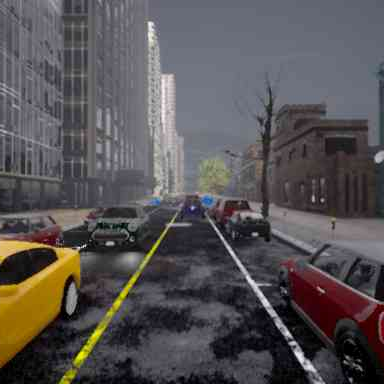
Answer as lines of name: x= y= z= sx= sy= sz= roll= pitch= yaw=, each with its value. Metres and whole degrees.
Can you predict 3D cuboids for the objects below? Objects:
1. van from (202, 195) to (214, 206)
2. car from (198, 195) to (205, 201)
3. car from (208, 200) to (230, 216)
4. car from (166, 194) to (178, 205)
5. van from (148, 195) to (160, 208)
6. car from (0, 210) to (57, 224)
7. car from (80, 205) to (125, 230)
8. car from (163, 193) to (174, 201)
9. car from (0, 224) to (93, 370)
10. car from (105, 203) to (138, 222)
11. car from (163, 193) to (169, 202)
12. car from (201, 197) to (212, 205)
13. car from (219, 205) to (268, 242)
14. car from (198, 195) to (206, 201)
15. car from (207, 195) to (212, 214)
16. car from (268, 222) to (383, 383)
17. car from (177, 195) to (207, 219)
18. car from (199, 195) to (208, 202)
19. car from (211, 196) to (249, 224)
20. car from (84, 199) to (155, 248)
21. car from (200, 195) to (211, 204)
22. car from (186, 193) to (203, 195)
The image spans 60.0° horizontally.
van: x=2.609 y=1.342 z=55.089 sx=1.690 sy=1.788 sz=3.998 roll=1 pitch=0 yaw=0
car: x=2.549 y=1.486 z=88.536 sx=1.752 sy=1.417 sz=4.829 roll=1 pitch=0 yaw=0
car: x=2.646 y=1.538 z=33.073 sx=1.752 sy=1.417 sz=4.829 roll=1 pitch=0 yaw=0
car: x=-3.146 y=1.530 z=59.577 sx=1.812 sy=1.442 sz=4.674 roll=0 pitch=0 yaw=0
van: x=-5.761 y=1.356 z=49.527 sx=1.690 sy=1.788 sz=3.998 roll=1 pitch=0 yaw=0
car: x=-5.695 y=1.457 z=10.701 sx=1.967 sy=1.590 sz=4.097 roll=1 pitch=0 yaw=0
car: x=-5.717 y=1.604 z=21.793 sx=1.802 sy=1.307 sz=4.206 roll=1 pitch=0 yaw=0
car: x=-5.818 y=1.295 z=82.804 sx=2.192 sy=1.841 sz=5.009 roll=1 pitch=0 yaw=0
car: x=-3.097 y=1.486 z=4.553 sx=1.882 sy=1.535 sz=5.008 roll=0 pitch=0 yaw=0
car: x=-5.725 y=1.605 z=27.341 sx=1.802 sy=1.307 sz=4.206 roll=1 pitch=0 yaw=0
car: x=-5.812 y=1.569 z=77.258 sx=1.802 sy=1.307 sz=4.206 roll=1 pitch=0 yaw=0
car: x=2.597 y=1.562 z=60.635 sx=1.947 sy=1.339 sz=4.313 roll=1 pitch=0 yaw=0
car: x=2.674 y=1.560 z=16.262 sx=2.008 sy=1.369 sz=4.403 roll=1 pitch=0 yaw=0
car: x=2.558 y=1.552 z=82.820 sx=1.802 sy=1.307 sz=4.206 roll=1 pitch=0 yaw=0
car: x=2.658 y=1.328 z=27.356 sx=2.192 sy=1.841 sz=5.009 roll=1 pitch=0 yaw=0
car: x=2.694 y=1.442 z=5.170 sx=1.967 sy=1.590 sz=4.097 roll=1 pitch=0 yaw=0
car: x=0.049 y=1.367 z=29.593 sx=2.097 sy=1.767 sz=4.553 roll=0 pitch=0 yaw=0
car: x=2.568 y=1.522 z=77.275 sx=1.887 sy=1.381 sz=4.507 roll=1 pitch=0 yaw=0
car: x=2.668 y=1.327 z=21.807 sx=2.192 sy=1.841 sz=5.009 roll=1 pitch=0 yaw=0
car: x=-3.111 y=1.368 z=14.893 sx=2.097 sy=1.767 sz=4.553 roll=0 pitch=0 yaw=0
car: x=2.589 y=1.431 z=66.181 sx=1.967 sy=1.590 sz=4.097 roll=1 pitch=0 yaw=0
car: x=0.028 y=1.236 z=41.903 sx=2.150 sy=2.045 sz=5.566 roll=0 pitch=0 yaw=0
